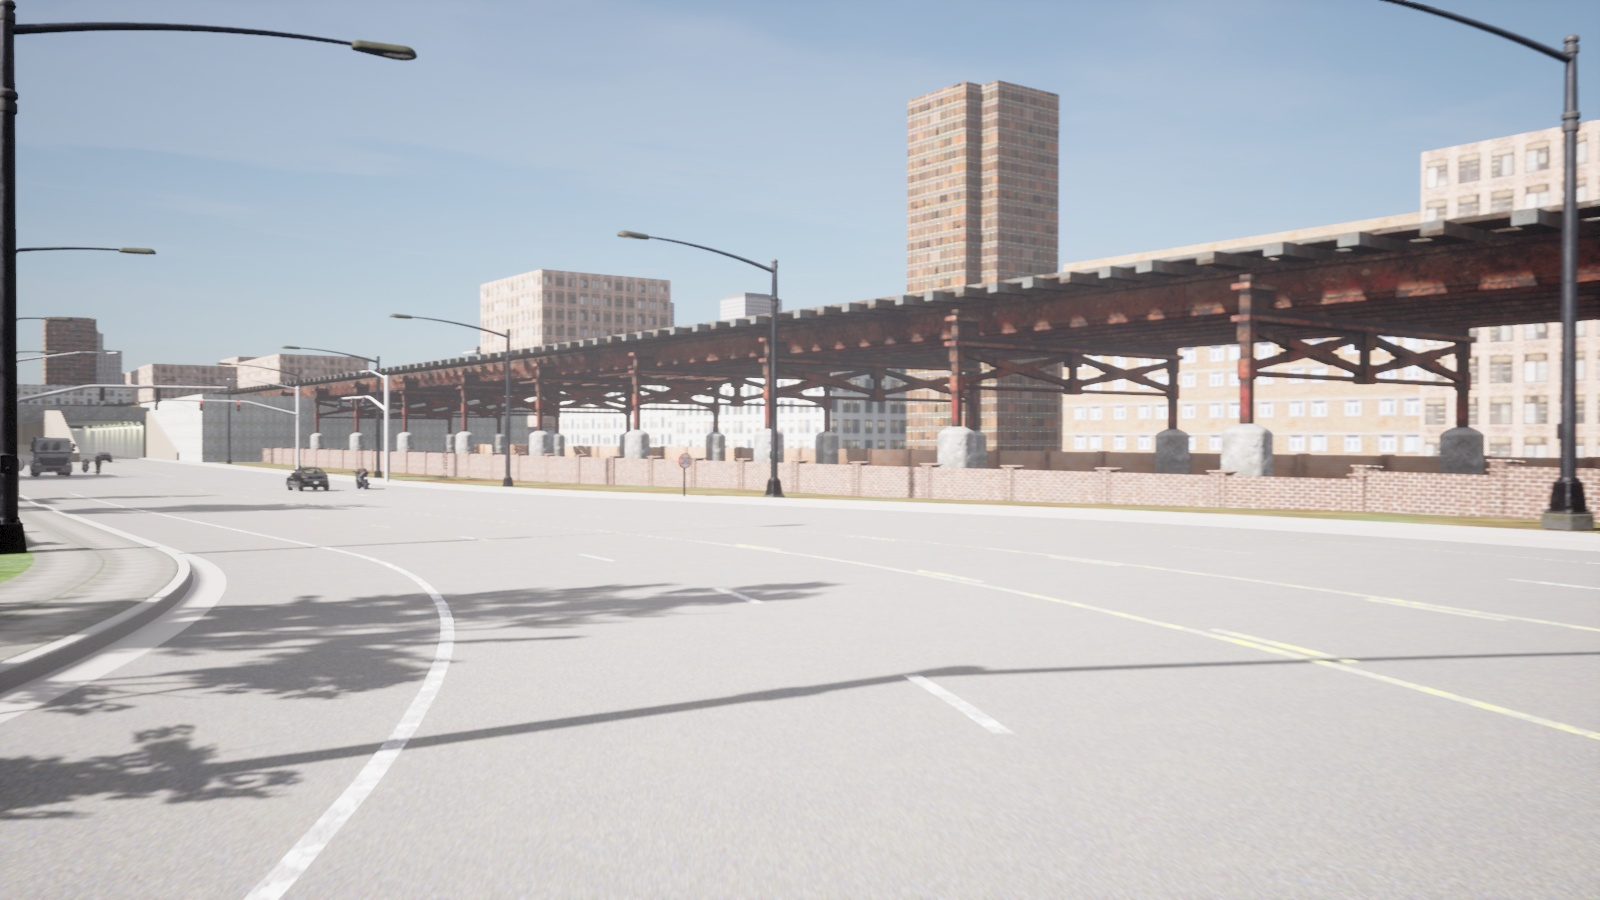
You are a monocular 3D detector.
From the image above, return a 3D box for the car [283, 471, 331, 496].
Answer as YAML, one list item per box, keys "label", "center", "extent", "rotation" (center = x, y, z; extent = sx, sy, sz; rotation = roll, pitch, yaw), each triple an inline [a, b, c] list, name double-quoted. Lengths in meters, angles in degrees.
- label: "car"
  center: [-30.266, 2.021, 77.062]
  extent: [1.816, 1.474, 4.193]
  rotation: [-1, 0, -35]

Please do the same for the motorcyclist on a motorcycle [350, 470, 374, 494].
- label: "motorcyclist on a motorcycle"
  center: [-27.809, 2.020, 79.663]
  extent: [0.866, 1.530, 2.191]
  rotation: [-1, 0, -35]
